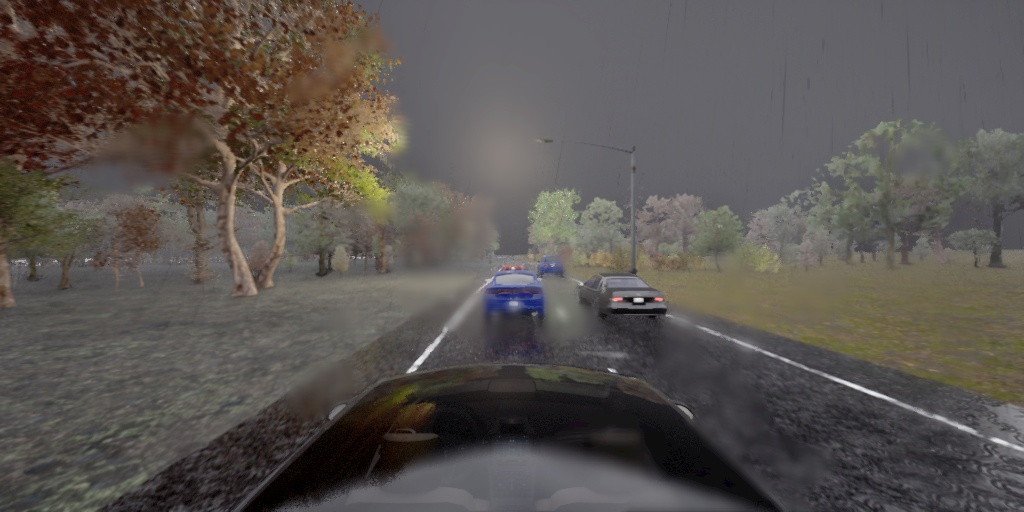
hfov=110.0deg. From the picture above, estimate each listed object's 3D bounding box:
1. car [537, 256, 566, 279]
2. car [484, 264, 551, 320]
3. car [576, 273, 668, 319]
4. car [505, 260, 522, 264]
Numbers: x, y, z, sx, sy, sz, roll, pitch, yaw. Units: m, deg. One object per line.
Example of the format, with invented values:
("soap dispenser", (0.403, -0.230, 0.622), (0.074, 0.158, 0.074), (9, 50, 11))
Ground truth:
("car", (3.594, 0.981, 33.239), (2.150, 2.045, 5.566), (0, 0, 0))
("car", (0.108, 1.230, 12.684), (1.882, 1.535, 5.008), (0, 0, 0))
("car", (3.600, 1.300, 12.711), (2.033, 1.411, 5.357), (0, 0, 0))
("car", (0.094, 1.112, 33.129), (2.097, 1.767, 4.553), (0, 0, 0))
